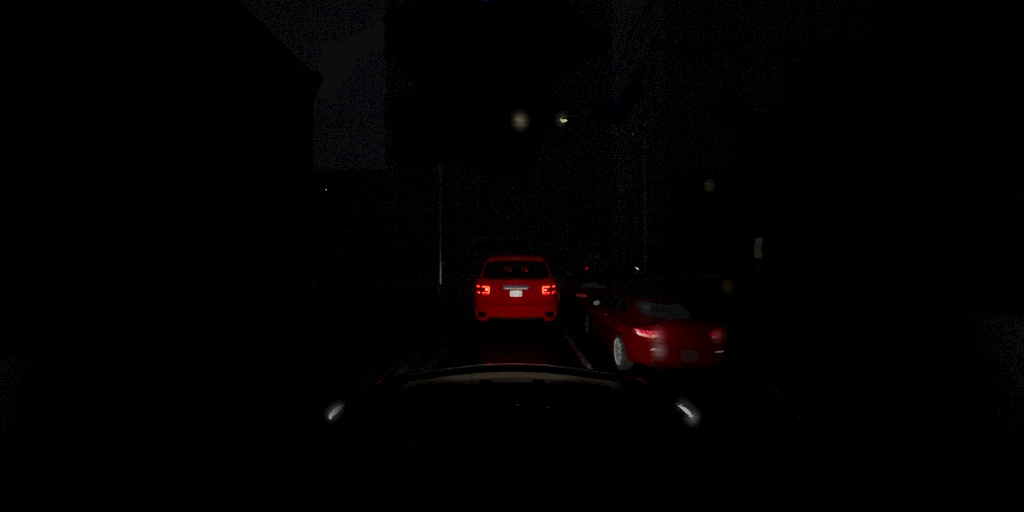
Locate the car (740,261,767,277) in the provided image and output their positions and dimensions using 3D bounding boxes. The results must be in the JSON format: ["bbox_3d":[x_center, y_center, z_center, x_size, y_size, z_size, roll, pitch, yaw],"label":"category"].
[{"bbox_3d":[22.734,1.149,31.852,4.181,1.385,1.994,-1,-1,0],"label":"car"}]

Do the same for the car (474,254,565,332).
[{"bbox_3d":[0.116,0.976,11.079,2.150,2.045,5.566,0,0,1],"label":"car"}]

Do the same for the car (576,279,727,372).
[{"bbox_3d":[2.647,1.334,7.399,1.802,1.307,4.207,0,0,0],"label":"car"}]

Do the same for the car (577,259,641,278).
[{"bbox_3d":[7.942,1.015,28.979,4.553,1.767,2.097,-1,-1,0],"label":"car"}]

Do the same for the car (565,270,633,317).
[{"bbox_3d":[2.658,1.337,12.838,1.802,1.307,4.207,0,0,0],"label":"car"}]

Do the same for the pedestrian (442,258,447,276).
[{"bbox_3d":[-6.762,1.052,34.938,0.375,1.860,0.375,0,-1,0],"label":"pedestrian"}]

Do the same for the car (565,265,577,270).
[{"bbox_3d":[6.584,1.203,31.944,5.008,1.535,1.882,0,-1,0],"label":"car"}]
